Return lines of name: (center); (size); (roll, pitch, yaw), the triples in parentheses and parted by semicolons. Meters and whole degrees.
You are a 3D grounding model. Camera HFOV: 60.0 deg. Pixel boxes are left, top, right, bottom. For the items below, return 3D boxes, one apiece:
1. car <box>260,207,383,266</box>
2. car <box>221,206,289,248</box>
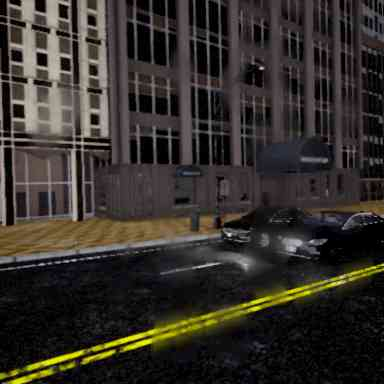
car: (4.876, 1.367, 11.118); (4.902, 1.511, 2.128); (-1, 0, -35)
car: (3.397, 1.378, 14.052); (4.892, 1.490, 1.837); (0, 0, -35)
